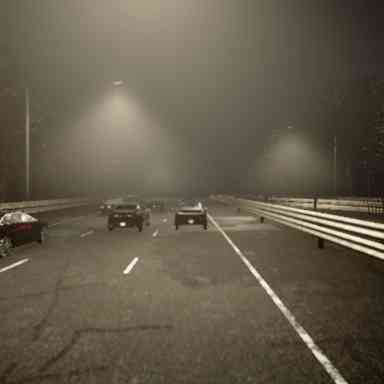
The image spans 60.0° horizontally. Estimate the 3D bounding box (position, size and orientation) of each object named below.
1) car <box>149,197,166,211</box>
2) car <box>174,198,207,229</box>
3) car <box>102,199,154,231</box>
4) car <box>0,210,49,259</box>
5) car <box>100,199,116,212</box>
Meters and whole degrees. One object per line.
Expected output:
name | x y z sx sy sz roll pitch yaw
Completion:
car | -3.916 1.268 36.703 2.128 1.511 4.902 0 0 -1
car | -0.083 1.360 20.352 2.128 1.511 4.902 0 0 -1
car | -3.567 1.380 19.397 1.837 1.490 4.892 0 0 -1
car | -6.981 1.411 12.246 2.128 1.511 4.902 0 0 -1
car | -7.287 1.354 31.544 2.033 1.411 5.357 0 0 -1
